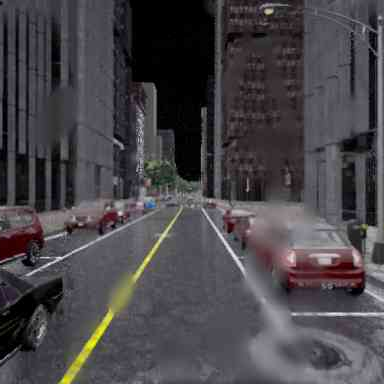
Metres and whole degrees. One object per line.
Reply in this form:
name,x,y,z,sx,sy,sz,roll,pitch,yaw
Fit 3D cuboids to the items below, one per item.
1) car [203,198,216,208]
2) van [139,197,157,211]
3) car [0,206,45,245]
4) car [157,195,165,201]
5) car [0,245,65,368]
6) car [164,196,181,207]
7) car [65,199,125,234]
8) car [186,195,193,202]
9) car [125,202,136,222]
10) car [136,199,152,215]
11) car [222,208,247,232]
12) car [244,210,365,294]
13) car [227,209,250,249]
car,2.764,1.648,52.387,1.967,1.590,4.097,0,0,0
van,-5.762,1.496,41.504,1.690,1.788,3.998,0,0,0
car,-5.762,1.341,8.858,2.192,1.841,5.009,0,0,0
car,-9.118,1.990,93.730,1.947,1.339,4.313,0,0,0
car,-3.101,1.611,3.437,1.895,1.301,4.718,0,0,0
car,-3.017,1.781,53.868,1.994,1.385,4.181,0,0,0
car,-5.761,1.373,19.740,2.192,1.841,5.009,0,0,0
car,-0.594,1.864,93.780,1.967,1.590,4.097,0,0,0
car,-5.761,1.517,25.181,1.967,1.590,4.097,0,0,0
car,-5.762,1.709,36.061,1.802,1.307,4.206,0,0,0
car,2.764,1.602,19.744,1.887,1.381,4.507,0,0,0
car,2.764,1.466,8.863,1.967,1.590,4.097,0,0,0
car,2.764,1.624,14.304,1.802,1.307,4.206,0,0,0
